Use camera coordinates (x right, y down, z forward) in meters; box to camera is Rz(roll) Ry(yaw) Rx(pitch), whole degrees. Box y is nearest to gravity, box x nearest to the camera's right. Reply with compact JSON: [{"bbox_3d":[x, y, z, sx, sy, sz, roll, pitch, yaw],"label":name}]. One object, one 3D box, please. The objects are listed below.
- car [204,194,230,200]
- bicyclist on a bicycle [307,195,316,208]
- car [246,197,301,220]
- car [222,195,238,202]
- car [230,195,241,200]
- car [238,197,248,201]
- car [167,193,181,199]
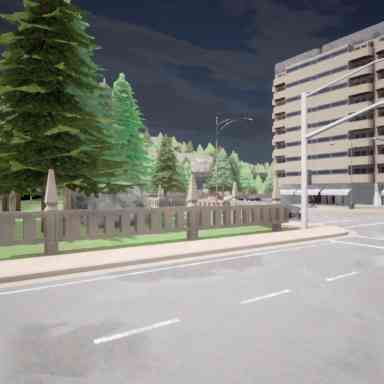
[{"bbox_3d":[2.555,1.422,42.465,1.882,1.535,5.008,0,0,-19],"label":"car"},{"bbox_3d":[15.325,1.245,42.481,1.656,1.620,0.582,0,0,-29],"label":"bicyclist on a bicycle"},{"bbox_3d":[7.087,1.436,27.196,2.128,1.511,4.902,0,0,-33],"label":"car"},{"bbox_3d":[8.594,1.469,75.205,1.812,1.442,4.674,0,0,32],"label":"car"},{"bbox_3d":[9.249,1.492,67.935,2.033,1.411,5.357,0,0,20],"label":"car"},{"bbox_3d":[7.108,1.492,33.372,2.033,1.411,5.357,0,0,-33],"label":"car"},{"bbox_3d":[-3.246,1.168,60.512,2.150,2.045,5.566,0,0,6],"label":"car"}]
